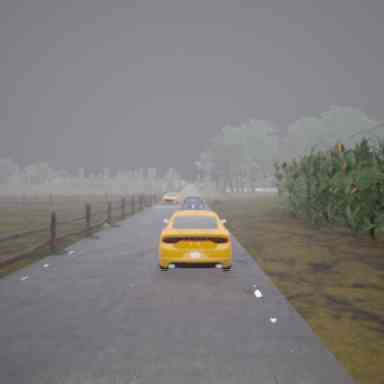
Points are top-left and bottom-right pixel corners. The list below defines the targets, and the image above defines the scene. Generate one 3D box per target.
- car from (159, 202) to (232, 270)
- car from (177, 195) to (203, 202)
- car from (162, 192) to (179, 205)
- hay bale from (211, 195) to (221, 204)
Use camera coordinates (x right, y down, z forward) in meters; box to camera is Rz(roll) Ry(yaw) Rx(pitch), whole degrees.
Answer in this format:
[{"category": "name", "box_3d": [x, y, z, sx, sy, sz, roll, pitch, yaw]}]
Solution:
[{"category": "car", "box_3d": [0.089, 1.302, 10.384, 1.882, 1.535, 5.008, 0, 1, 0]}, {"category": "car", "box_3d": [0.098, 1.110, 27.617, 2.033, 1.411, 5.357, 0, 1, 0]}, {"category": "car", "box_3d": [-2.608, 0.805, 43.344, 1.882, 1.535, 5.008, 1, 1, 6]}, {"category": "hay bale", "box_3d": [3.120, 0.987, 42.975, 1.220, 1.180, 1.240, -1, 0, 0]}]
